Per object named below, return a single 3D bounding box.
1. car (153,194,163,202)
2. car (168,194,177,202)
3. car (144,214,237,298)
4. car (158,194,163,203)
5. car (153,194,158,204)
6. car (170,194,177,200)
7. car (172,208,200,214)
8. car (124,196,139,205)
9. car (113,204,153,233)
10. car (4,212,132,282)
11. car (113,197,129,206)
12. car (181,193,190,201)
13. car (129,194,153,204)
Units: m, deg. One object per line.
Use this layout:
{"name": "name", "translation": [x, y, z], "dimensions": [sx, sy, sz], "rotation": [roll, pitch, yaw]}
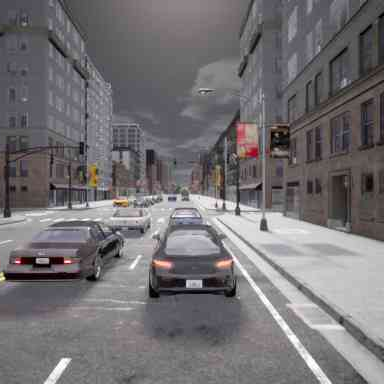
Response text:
{"name": "car", "translation": [-8.082, 1.368, 79.475], "dimensions": [2.097, 1.767, 4.553], "rotation": [0, 0, -1]}
{"name": "car", "translation": [-4.847, 1.500, 80.285], "dimensions": [1.882, 1.535, 5.008], "rotation": [0, 0, -1]}
{"name": "car", "translation": [-0.038, 1.527, 8.429], "dimensions": [1.812, 1.442, 4.674], "rotation": [0, 0, -2]}
{"name": "car", "translation": [-7.874, 1.551, 69.244], "dimensions": [2.128, 1.511, 4.902], "rotation": [0, 0, -1]}
{"name": "car", "translation": [-7.748, 1.515, 59.374], "dimensions": [2.128, 1.511, 4.902], "rotation": [0, 0, -1]}
{"name": "car", "translation": [-5.059, 1.395, 90.702], "dimensions": [1.837, 1.490, 4.892], "rotation": [0, 0, -1]}
{"name": "car", "translation": [-0.334, 1.552, 18.016], "dimensions": [2.033, 1.411, 5.357], "rotation": [0, 0, -1]}
{"name": "car", "translation": [-11.012, 1.550, 60.716], "dimensions": [1.812, 1.442, 4.674], "rotation": [0, 0, -1]}
{"name": "car", "translation": [-3.513, 1.606, 19.432], "dimensions": [1.895, 1.301, 4.718], "rotation": [0, 0, -1]}
{"name": "car", "translation": [-3.314, 1.549, 9.767], "dimensions": [2.033, 1.411, 5.357], "rotation": [0, 0, -1]}
{"name": "car", "translation": [-10.860, 1.499, 51.494], "dimensions": [1.882, 1.535, 5.008], "rotation": [0, 0, -1]}
{"name": "car", "translation": [-1.606, 1.618, 80.797], "dimensions": [1.895, 1.301, 4.718], "rotation": [0, 0, -1]}
{"name": "car", "translation": [-7.577, 1.512, 50.021], "dimensions": [2.128, 1.511, 4.902], "rotation": [0, 0, -1]}
